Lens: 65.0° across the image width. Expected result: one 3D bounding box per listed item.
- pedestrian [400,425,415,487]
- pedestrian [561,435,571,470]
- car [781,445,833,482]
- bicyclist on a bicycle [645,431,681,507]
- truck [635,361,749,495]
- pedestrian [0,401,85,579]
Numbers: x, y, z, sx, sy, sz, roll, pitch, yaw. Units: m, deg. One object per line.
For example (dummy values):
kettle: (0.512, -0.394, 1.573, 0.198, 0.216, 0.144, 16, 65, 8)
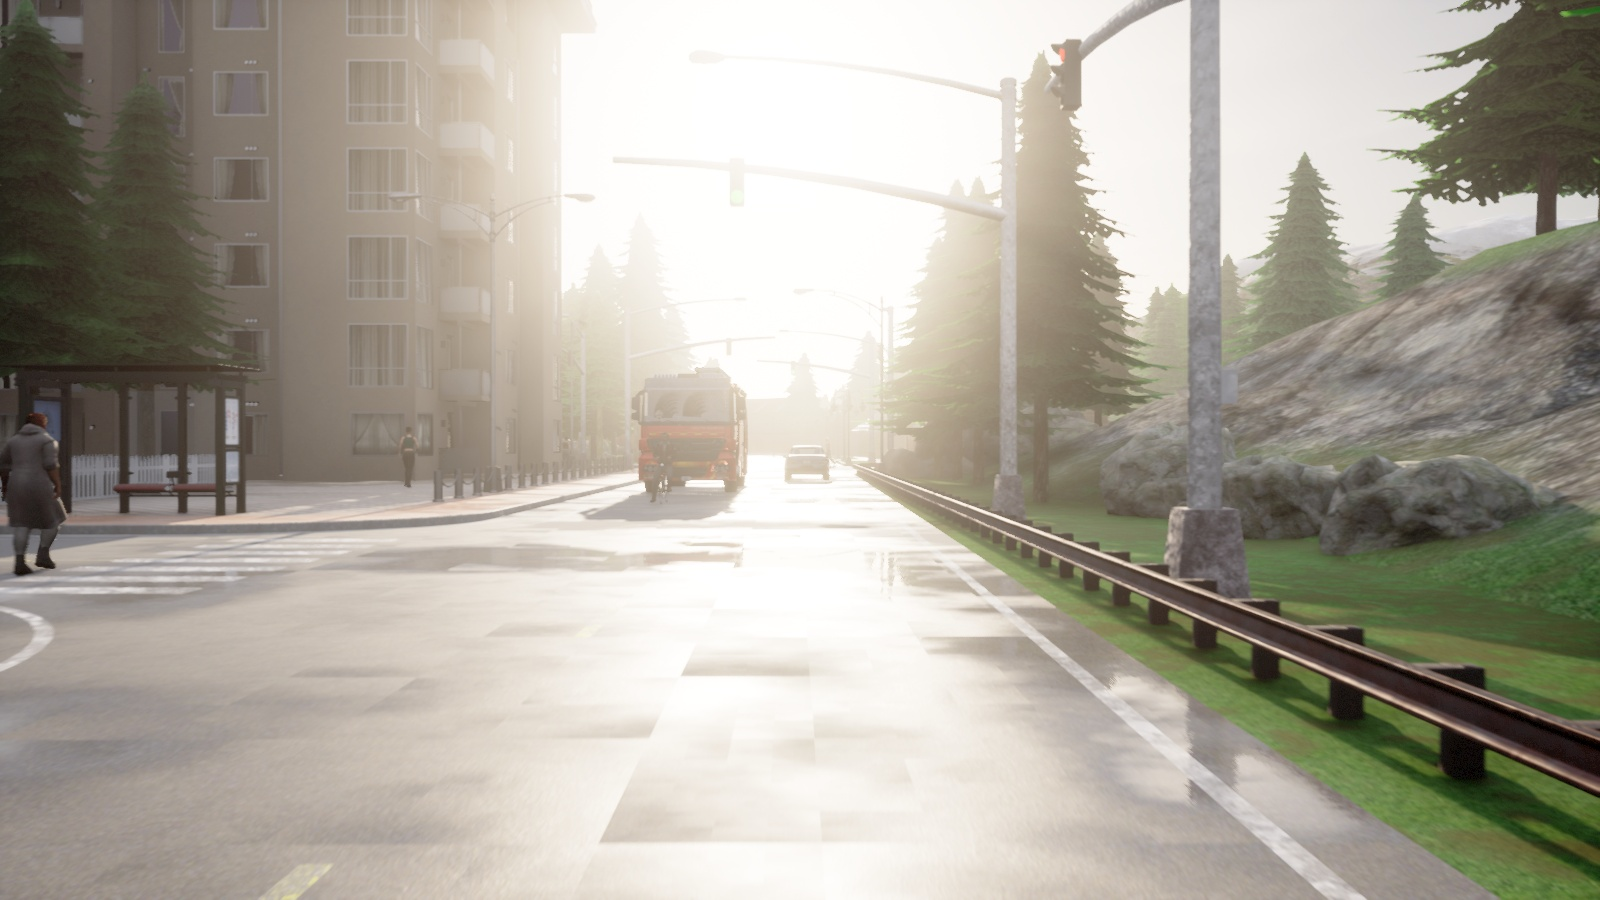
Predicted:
pedestrian: (-11.676, 0.166, 37.388, 0.345, 1.836, 0.594, 0, 0, -8)
pedestrian: (-12.339, 0.138, 66.181, 0.345, 1.836, 0.594, 0, 0, 9)
car: (0.289, 0.505, 51.286, 2.033, 1.411, 5.357, 0, 0, 0)
bicyclist on a bicycle: (-3.322, 0.442, 30.524, 0.659, 1.776, 1.843, 0, 0, 0)
truck: (-3.269, -0.647, 40.205, 2.891, 3.827, 8.468, 0, 0, 0)
pedestrian: (-8.714, 0.439, 14.265, 0.659, 1.952, 0.873, 0, 0, 3)
